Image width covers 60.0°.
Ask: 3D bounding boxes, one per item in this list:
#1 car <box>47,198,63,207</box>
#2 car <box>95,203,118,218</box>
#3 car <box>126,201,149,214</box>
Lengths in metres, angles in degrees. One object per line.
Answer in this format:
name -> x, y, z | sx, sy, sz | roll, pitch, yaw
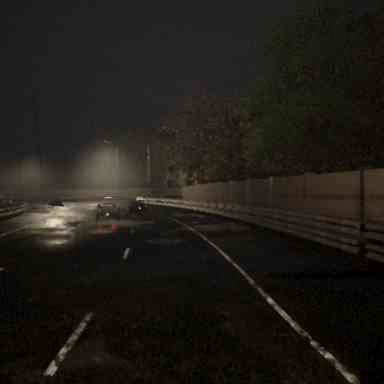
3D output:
car -> -22.858, 1.736, 55.670 | 1.812, 1.442, 4.674 | 0, 0, -32
car -> -8.012, 1.667, 31.000 | 1.895, 1.301, 4.718 | -1, 0, -17
car -> -5.925, 1.604, 35.686 | 1.994, 1.385, 4.181 | -1, 0, -18
